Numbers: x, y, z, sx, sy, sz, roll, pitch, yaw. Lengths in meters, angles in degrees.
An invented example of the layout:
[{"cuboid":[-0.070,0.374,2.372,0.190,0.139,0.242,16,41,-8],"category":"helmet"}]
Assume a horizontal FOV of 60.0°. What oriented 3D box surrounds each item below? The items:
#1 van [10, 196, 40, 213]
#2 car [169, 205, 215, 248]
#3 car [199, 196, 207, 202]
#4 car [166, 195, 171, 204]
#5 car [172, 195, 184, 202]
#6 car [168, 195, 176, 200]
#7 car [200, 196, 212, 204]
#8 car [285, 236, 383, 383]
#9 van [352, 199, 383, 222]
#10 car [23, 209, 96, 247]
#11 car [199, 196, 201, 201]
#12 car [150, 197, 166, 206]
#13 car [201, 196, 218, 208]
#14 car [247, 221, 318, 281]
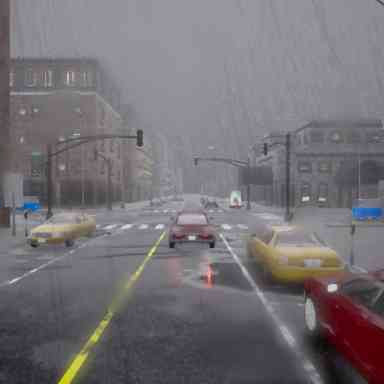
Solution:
[{"cuboid":[-17.763,1.287,34.078,3.998,1.788,1.690,0,0,0],"category":"van"},{"cuboid":[0.000,1.533,14.651,1.812,1.442,4.674,0,0,0],"category":"car"},{"cuboid":[2.685,1.617,81.824,2.008,1.369,4.403,-1,0,0],"category":"car"},{"cuboid":[-5.696,1.590,64.722,2.008,1.369,4.403,0,0,0],"category":"car"},{"cuboid":[-3.000,1.375,77.130,2.097,1.767,4.553,0,0,0],"category":"car"},{"cuboid":[-5.698,1.527,93.204,1.967,1.590,4.097,0,0,0],"category":"car"},{"cuboid":[2.684,1.590,64.735,2.008,1.369,4.403,0,0,0],"category":"car"},{"cuboid":[2.685,1.542,3.778,1.887,1.381,4.507,0,0,0],"category":"car"},{"cuboid":[14.658,1.410,25.938,3.998,1.788,1.690,0,0,0],"category":"van"},{"cuboid":[-5.696,1.525,15.006,1.752,1.417,4.829,0,0,0],"category":"car"},{"cuboid":[2.685,1.614,59.038,1.802,1.307,4.206,0,0,0],"category":"car"},{"cuboid":[-5.696,1.575,53.328,2.008,1.369,4.403,0,0,0],"category":"car"},{"cuboid":[2.684,1.458,47.644,1.967,1.590,4.097,0,0,0],"category":"car"},{"cuboid":[2.685,1.523,9.645,1.752,1.417,4.829,0,0,0],"category":"car"}]
